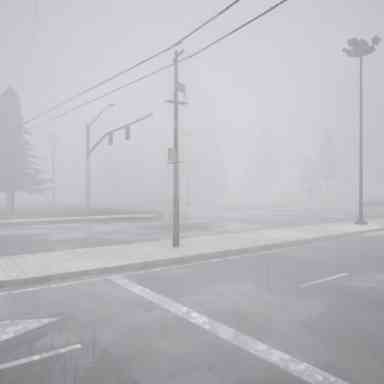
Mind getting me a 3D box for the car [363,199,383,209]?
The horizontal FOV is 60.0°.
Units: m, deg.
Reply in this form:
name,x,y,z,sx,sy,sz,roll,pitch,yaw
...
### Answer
name,x,y,z,sx,sy,sz,roll,pitch,yaw
car,25.290,1.583,46.204,4.718,1.301,1.895,0,0,-35
